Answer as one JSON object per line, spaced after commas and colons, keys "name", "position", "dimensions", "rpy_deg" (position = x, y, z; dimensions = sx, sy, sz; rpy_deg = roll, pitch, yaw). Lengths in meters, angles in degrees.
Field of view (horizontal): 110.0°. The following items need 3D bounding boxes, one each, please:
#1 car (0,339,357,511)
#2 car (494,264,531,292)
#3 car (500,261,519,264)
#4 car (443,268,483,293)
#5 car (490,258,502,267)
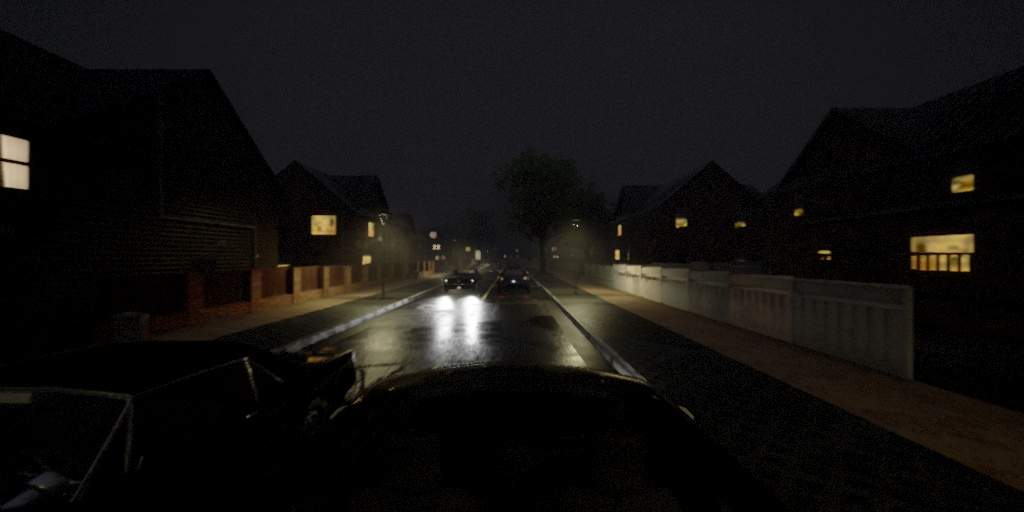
{"name": "car", "position": [-2.835, 1.352, 2.158], "dimensions": [1.895, 1.301, 4.718], "rpy_deg": [0, 0, 0]}
{"name": "car", "position": [0.090, 1.381, 21.801], "dimensions": [1.994, 1.385, 4.181], "rpy_deg": [0, 0, 0]}
{"name": "car", "position": [0.092, 1.422, 39.158], "dimensions": [2.033, 1.411, 5.357], "rpy_deg": [0, 0, 0]}
{"name": "car", "position": [-2.854, 1.418, 21.559], "dimensions": [1.895, 1.301, 4.718], "rpy_deg": [0, 0, 0]}
{"name": "car", "position": [-2.761, 1.073, 62.634], "dimensions": [1.882, 1.535, 5.008], "rpy_deg": [0, 0, 0]}
